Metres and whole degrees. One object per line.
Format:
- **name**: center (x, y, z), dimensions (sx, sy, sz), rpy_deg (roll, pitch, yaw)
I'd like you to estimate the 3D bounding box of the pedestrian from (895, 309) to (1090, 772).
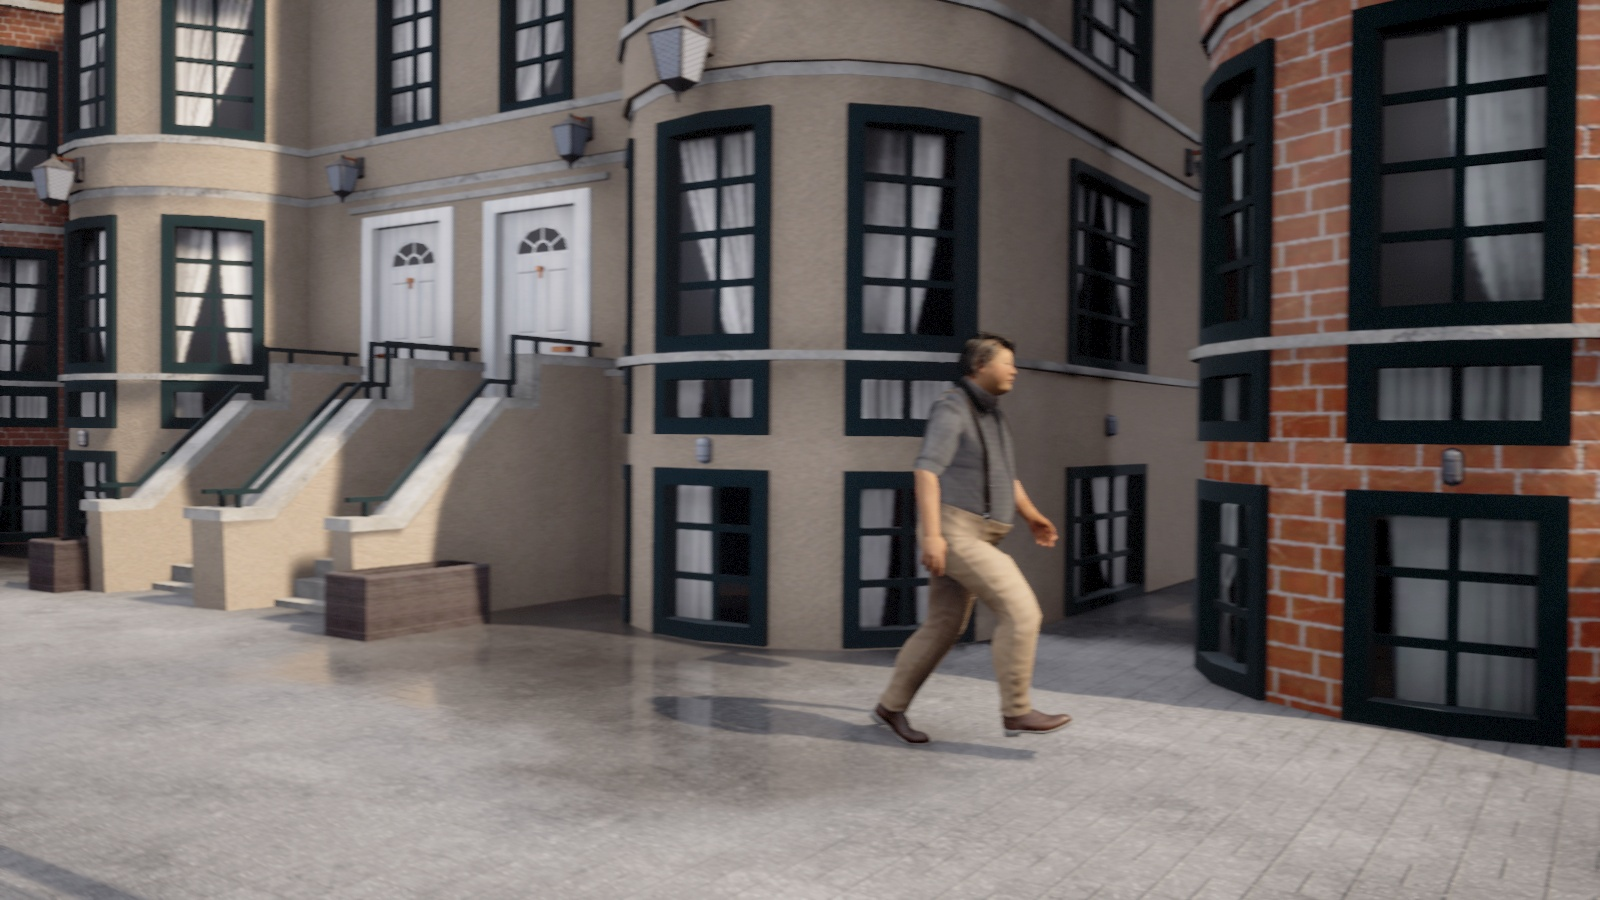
- **pedestrian**: center (0.838, 0.360, 5.400), dimensions (0.694, 1.848, 0.540), rpy_deg (0, 1, 25)
